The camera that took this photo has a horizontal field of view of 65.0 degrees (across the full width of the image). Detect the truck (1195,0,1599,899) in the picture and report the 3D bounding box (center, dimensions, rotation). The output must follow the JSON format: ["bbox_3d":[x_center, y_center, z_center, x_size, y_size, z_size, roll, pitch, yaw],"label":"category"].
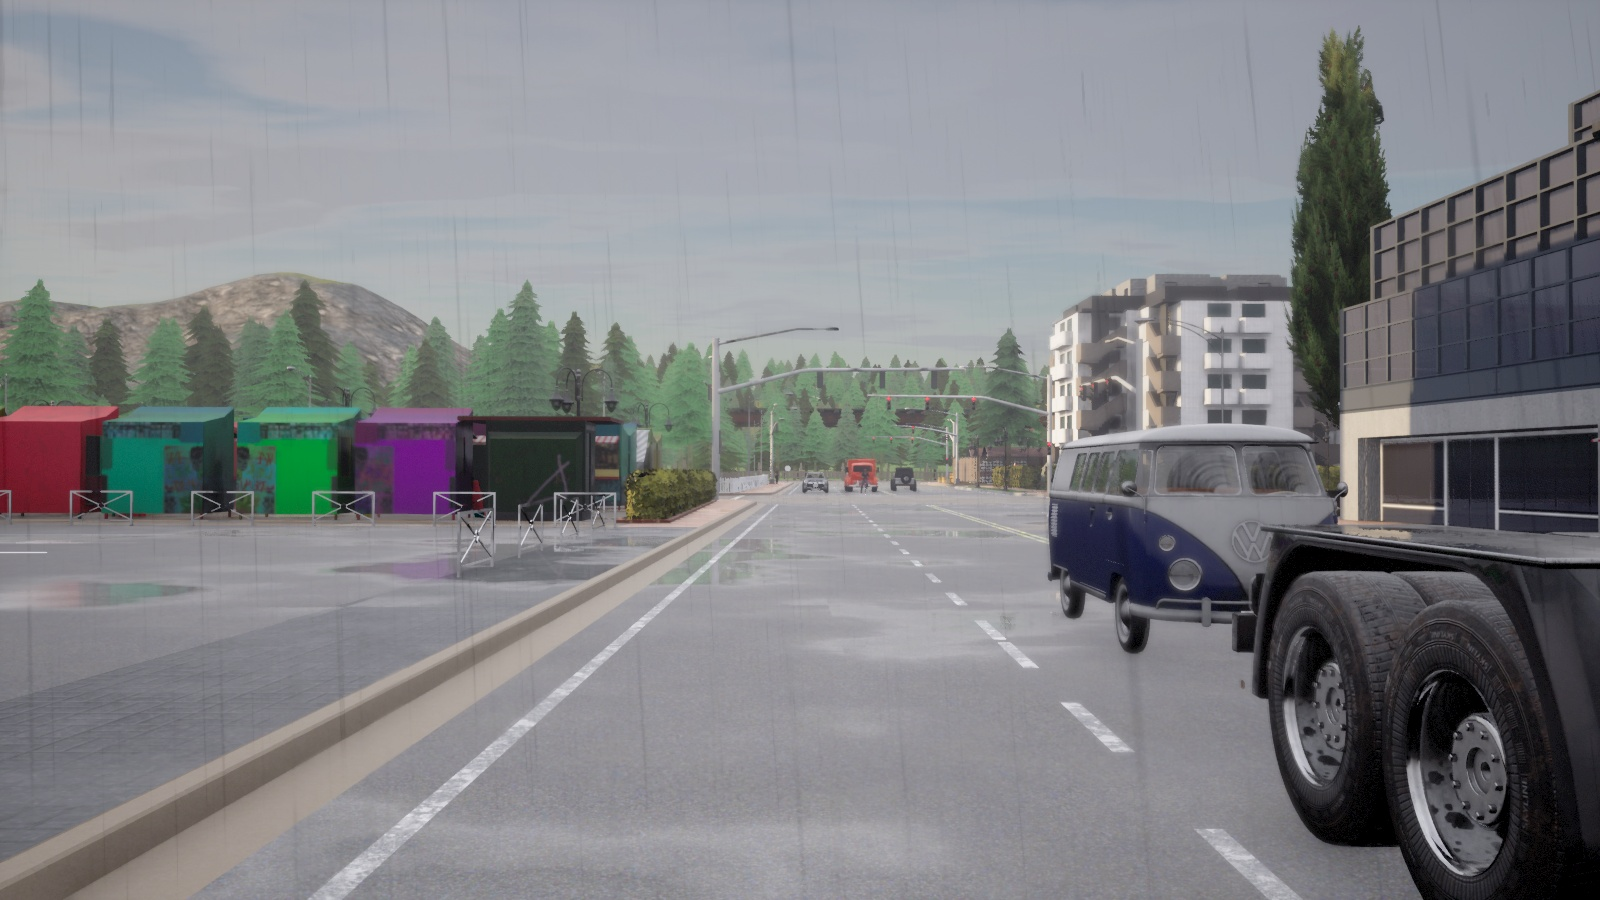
[{"bbox_3d":[3.522,-0.137,2.678,2.891,3.462,7.936,0,-1,1],"label":"truck"}]

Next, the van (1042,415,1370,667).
[{"bbox_3d":[3.632,0.756,12.149,1.775,1.987,4.442,0,-1,1],"label":"van"}]

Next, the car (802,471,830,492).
[{"bbox_3d":[1.145,2.303,91.206,1.970,1.475,3.806,0,-1,1],"label":"car"}]

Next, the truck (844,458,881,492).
[{"bbox_3d":[4.707,1.910,95.614,2.627,2.467,5.204,0,-1,1],"label":"truck"}]
